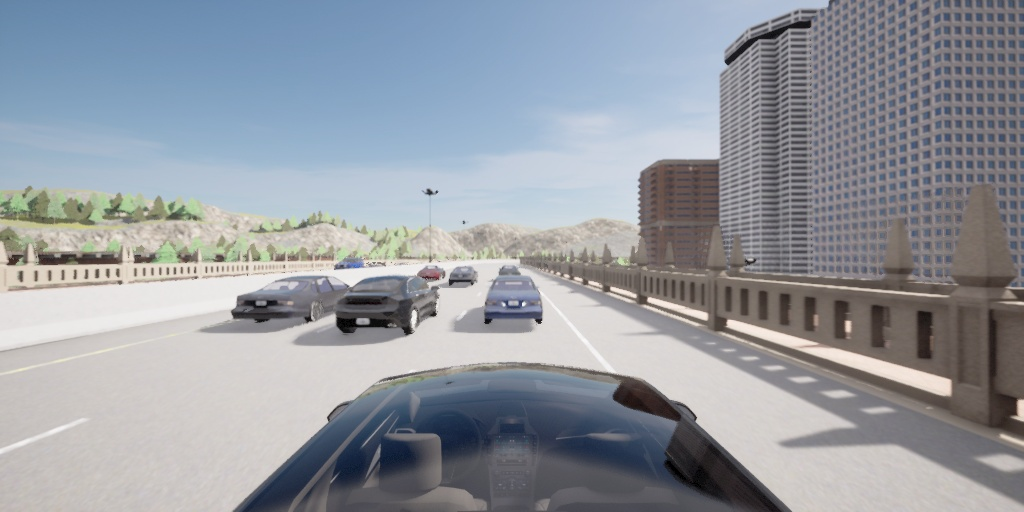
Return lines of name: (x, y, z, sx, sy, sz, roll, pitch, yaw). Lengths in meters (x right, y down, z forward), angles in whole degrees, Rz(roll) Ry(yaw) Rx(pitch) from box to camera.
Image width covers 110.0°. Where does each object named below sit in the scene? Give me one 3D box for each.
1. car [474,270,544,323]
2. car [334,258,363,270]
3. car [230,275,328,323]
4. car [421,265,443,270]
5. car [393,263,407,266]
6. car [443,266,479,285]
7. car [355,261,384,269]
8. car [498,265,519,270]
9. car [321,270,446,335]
car: (0.051, 1.366, 12.460, 2.033, 1.411, 5.357, 0, 0, 0)
car: (-21.920, 1.273, 48.642, 2.150, 2.045, 5.566, 0, -1, -1)
car: (-6.948, 1.366, 12.445, 2.033, 1.411, 5.357, 0, 0, 0)
car: (-7.303, 1.514, 33.027, 1.994, 1.385, 4.181, 0, 0, -1)
car: (-14.910, 1.611, 48.289, 1.994, 1.385, 4.181, 0, 0, -1)
car: (-3.672, 1.463, 27.600, 2.033, 1.411, 5.357, 0, 0, -1)
car: (-18.382, 1.641, 47.184, 1.895, 1.301, 4.718, 0, 0, -1)
car: (-0.304, 1.515, 33.158, 1.994, 1.385, 4.181, 0, 0, -1)
car: (-3.459, 1.312, 10.813, 1.837, 1.490, 4.892, 0, -1, 1)
